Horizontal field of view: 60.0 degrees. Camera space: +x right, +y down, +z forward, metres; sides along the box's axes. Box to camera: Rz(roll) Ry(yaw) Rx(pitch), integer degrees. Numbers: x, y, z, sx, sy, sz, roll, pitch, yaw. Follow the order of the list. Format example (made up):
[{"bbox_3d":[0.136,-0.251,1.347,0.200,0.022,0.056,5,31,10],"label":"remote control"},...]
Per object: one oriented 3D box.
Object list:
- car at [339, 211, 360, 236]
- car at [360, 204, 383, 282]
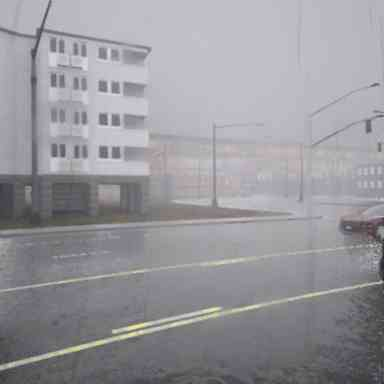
[{"bbox_3d":[9.309,1.310,15.890,5.008,1.535,1.882,0,0,-23],"label":"car"},{"bbox_3d":[6.336,1.131,6.708,5.566,2.045,2.150,-1,0,-25],"label":"car"}]
